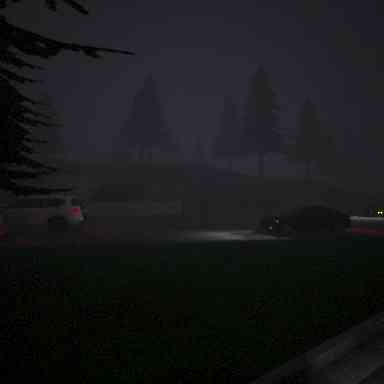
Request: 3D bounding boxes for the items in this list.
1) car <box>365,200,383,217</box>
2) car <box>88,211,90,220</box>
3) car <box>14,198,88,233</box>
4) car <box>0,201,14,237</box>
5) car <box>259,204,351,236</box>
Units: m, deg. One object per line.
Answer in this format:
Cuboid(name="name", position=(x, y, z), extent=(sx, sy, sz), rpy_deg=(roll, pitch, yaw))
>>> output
Cuboid(name="car", position=(17.448, 1.419, 29.343), extent=(4.892, 1.490, 1.837), rpy_deg=(0, 0, -25))
Cuboid(name="car", position=(-9.290, 1.364, 22.398), extent=(4.553, 1.767, 2.097), rpy_deg=(0, 0, -11))
Cuboid(name="car", position=(-9.060, 1.237, 18.865), extent=(5.566, 2.045, 2.150), rpy_deg=(0, 0, -11))
Cuboid(name="car", position=(-10.810, 1.377, 14.735), extent=(4.553, 1.767, 2.097), rpy_deg=(0, 0, -16))
Cuboid(name="car", position=(6.142, 1.441, 18.135), extent=(5.008, 1.535, 1.882), rpy_deg=(0, 0, -13))
